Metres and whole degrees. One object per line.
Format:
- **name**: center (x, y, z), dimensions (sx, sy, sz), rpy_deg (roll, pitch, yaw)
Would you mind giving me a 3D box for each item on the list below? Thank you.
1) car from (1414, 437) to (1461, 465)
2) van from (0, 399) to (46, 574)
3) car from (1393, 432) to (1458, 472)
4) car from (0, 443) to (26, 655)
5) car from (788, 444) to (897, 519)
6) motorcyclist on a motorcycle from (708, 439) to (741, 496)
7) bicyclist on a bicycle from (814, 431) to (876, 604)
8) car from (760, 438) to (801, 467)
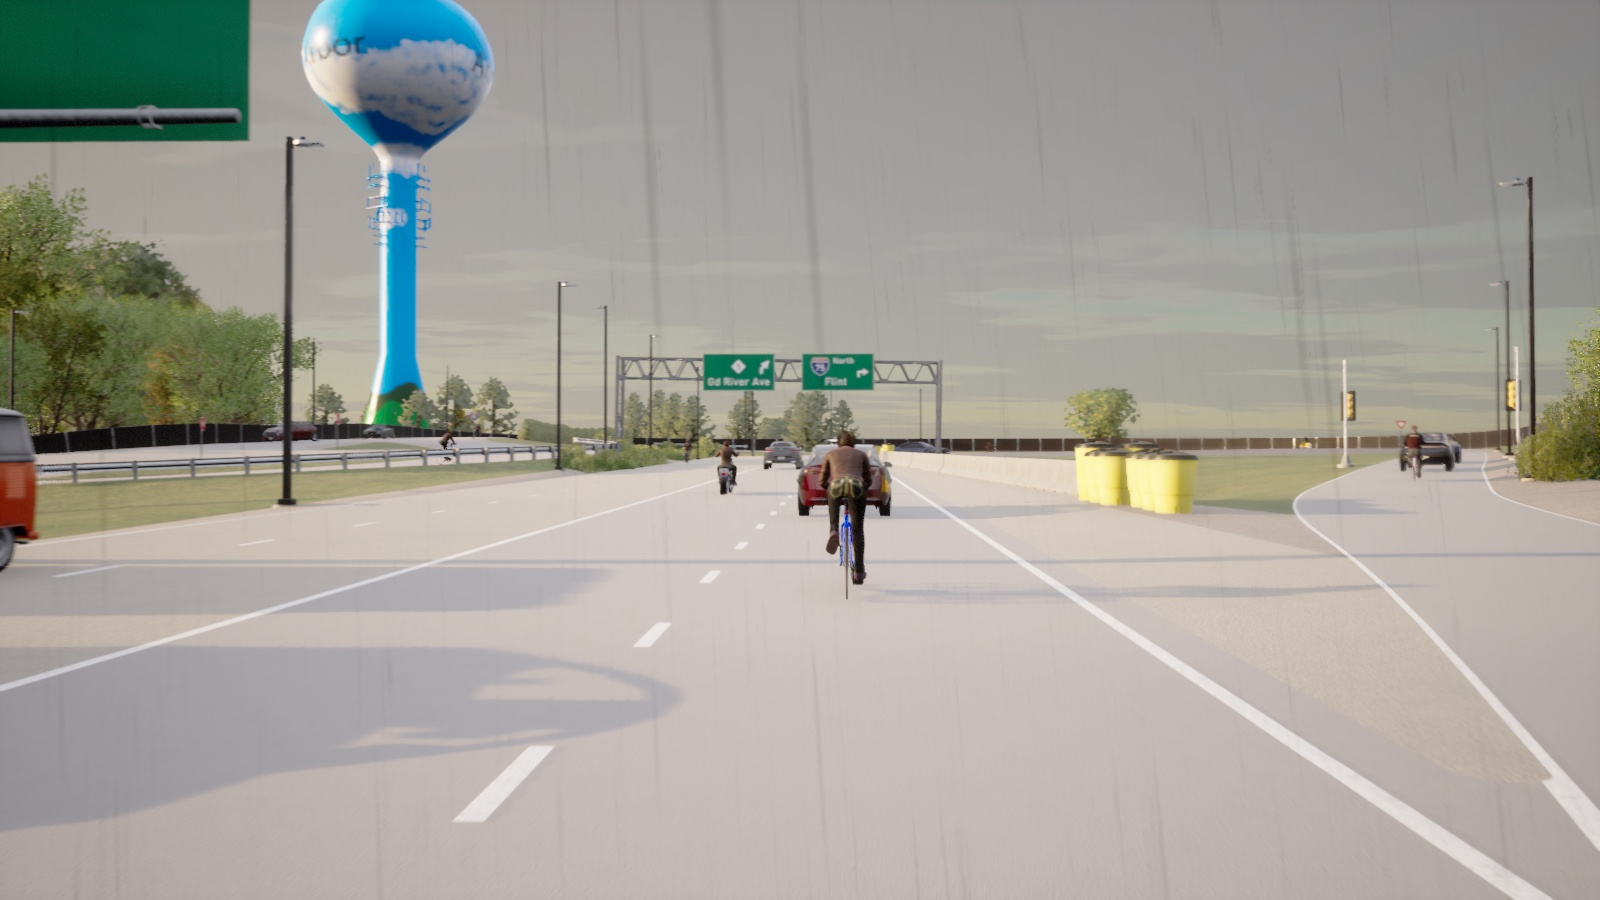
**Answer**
- **car**: center (30.898, 0.030, 60.806), dimensions (1.895, 1.301, 4.718), rpy_deg (0, 1, 29)
- **van**: center (-10.049, 0.421, 12.939), dimensions (1.775, 1.987, 4.442), rpy_deg (0, 0, 2)
- **car**: center (24.888, 0.059, 49.869), dimensions (2.128, 1.511, 4.902), rpy_deg (0, 1, 29)
- **car**: center (-6.749, 0.704, 6.711), dimensions (2.163, 1.488, 4.792), rpy_deg (0, 0, 2)
- **car**: center (0.924, 0.611, 27.415), dimensions (2.163, 1.488, 4.792), rpy_deg (0, 0, 2)
- **motorcyclist on a motorcycle**: center (-2.245, 0.507, 37.702), dimensions (0.766, 1.649, 2.350), rpy_deg (0, 0, 2)
- **bicyclist on a bicycle**: center (0.447, 0.635, 12.619), dimensions (0.582, 1.620, 1.656), rpy_deg (0, 0, 2)
- **car**: center (-1.082, 0.139, 73.653), dimensions (2.152, 1.651, 5.027), rpy_deg (0, 0, 2)
